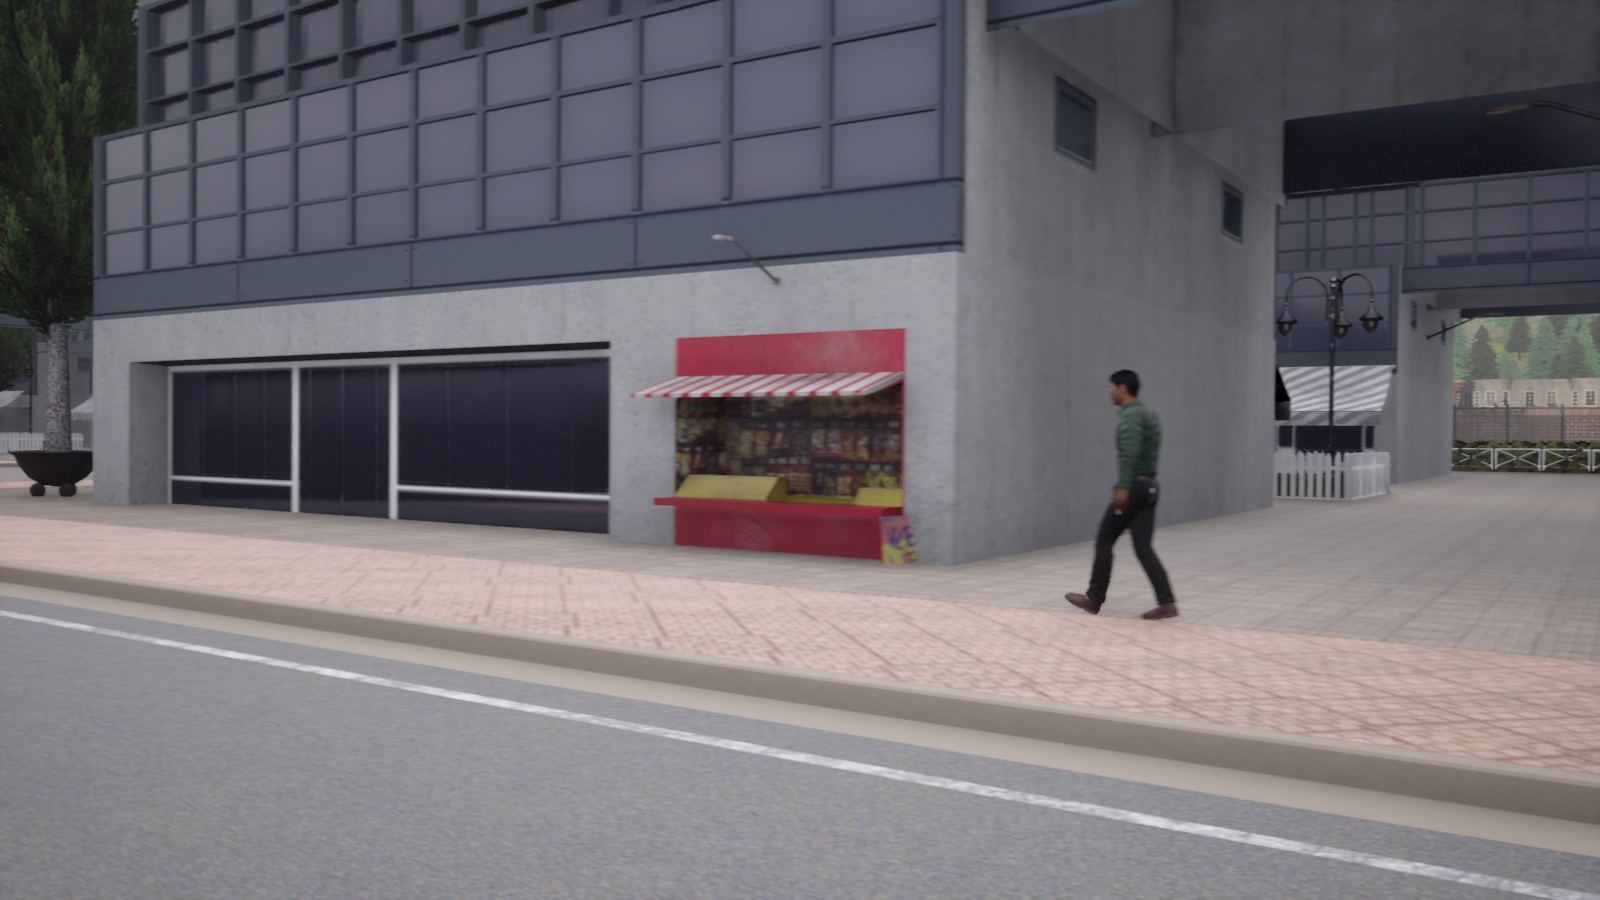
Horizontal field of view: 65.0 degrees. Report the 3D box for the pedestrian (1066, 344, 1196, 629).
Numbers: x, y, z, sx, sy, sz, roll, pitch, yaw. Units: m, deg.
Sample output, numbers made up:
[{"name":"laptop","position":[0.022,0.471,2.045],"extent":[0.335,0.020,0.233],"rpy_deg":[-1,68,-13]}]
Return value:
[{"name":"pedestrian","position":[2.369,0.246,8.999],"extent":[0.788,1.949,0.423],"rpy_deg":[0,1,38]}]
